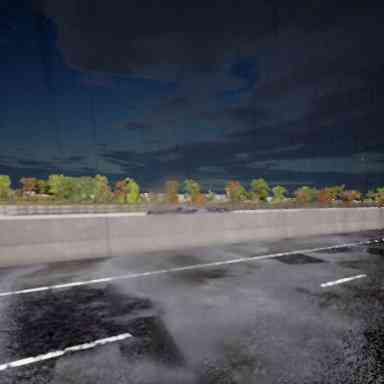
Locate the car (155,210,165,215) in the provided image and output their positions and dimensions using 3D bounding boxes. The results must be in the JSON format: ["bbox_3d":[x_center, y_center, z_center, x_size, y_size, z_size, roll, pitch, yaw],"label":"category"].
[{"bbox_3d":[-0.077,1.813,25.366,4.718,1.301,1.895,1,-1,-35],"label":"car"}]

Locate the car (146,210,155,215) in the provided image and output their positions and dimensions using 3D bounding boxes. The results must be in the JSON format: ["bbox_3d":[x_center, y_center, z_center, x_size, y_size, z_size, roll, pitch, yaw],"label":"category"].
[{"bbox_3d":[-1.511,1.826,28.635,4.718,1.301,1.895,1,-1,-35],"label":"car"}]

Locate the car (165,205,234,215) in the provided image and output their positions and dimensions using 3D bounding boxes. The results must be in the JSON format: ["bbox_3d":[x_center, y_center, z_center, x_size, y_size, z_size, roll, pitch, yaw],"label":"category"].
[{"bbox_3d":[1.196,1.745,21.985,5.357,1.411,2.033,1,-1,-35],"label":"car"}]
